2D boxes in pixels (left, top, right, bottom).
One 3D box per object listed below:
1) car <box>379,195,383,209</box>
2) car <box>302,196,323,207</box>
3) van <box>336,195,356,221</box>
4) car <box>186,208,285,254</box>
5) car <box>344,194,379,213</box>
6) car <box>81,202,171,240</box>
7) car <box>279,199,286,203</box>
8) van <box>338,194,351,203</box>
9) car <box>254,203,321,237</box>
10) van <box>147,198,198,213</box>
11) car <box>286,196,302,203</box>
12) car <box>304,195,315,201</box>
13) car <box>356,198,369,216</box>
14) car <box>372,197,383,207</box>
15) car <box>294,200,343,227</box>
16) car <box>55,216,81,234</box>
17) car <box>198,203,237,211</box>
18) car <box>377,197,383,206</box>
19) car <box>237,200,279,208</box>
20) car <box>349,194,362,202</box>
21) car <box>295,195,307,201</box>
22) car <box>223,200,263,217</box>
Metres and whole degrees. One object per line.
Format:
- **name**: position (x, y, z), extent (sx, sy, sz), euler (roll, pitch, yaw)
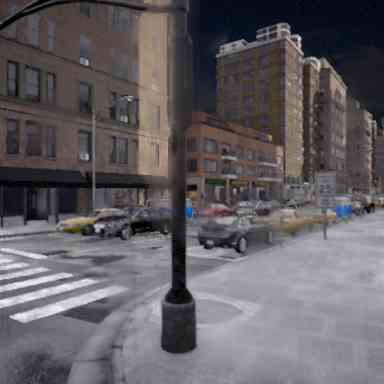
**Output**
- **car**: position (25.394, 1.510, 45.781), extent (1.752, 1.417, 4.829), euler (0, 0, 36)
- **car**: position (18.398, 1.412, 50.656), extent (1.967, 1.590, 4.097), euler (0, 0, 36)
- **van**: position (11.941, 1.346, 27.320), extent (1.690, 1.788, 3.998), euler (0, 0, 36)
- **car**: position (1.924, 1.558, 13.578), extent (2.008, 1.369, 4.403), euler (0, 0, 36)
- **car**: position (18.617, 1.310, 36.481), extent (2.192, 1.841, 5.009), euler (0, 0, 36)
- **car**: position (-2.862, 1.489, 17.126), extent (2.128, 1.511, 4.902), euler (0, 0, 36)
- **car**: position (8.381, 1.553, 36.912), extent (1.947, 1.339, 4.313), euler (0, 0, 36)
- **van**: position (31.756, 1.289, 68.983), extent (1.690, 1.788, 3.998), euler (0, 0, 36)
- **car**: position (5.362, 1.533, 18.295), extent (1.752, 1.417, 4.829), euler (0, 0, 36)
- **van**: position (-1.637, 1.336, 23.166), extent (1.690, 1.788, 3.998), euler (0, 0, 36)
- **car**: position (11.720, 1.548, 41.493), extent (1.947, 1.339, 4.313), euler (0, 0, 36)
- **car**: position (17.210, 1.476, 44.500), extent (2.128, 1.511, 4.902), euler (0, 0, 36)
- **car**: position (15.279, 1.551, 31.901), extent (2.008, 1.369, 4.403), euler (0, 0, 36)
- **car**: position (28.633, 1.524, 50.224), extent (1.887, 1.381, 4.507), euler (0, 0, 36)
- **car**: position (8.701, 1.533, 22.877), extent (1.752, 1.417, 4.829), euler (0, 0, 36)
- **car**: position (-5.077, 1.519, 18.447), extent (1.752, 1.417, 4.829), euler (0, 0, 36)
- **car**: position (1.702, 1.577, 27.749), extent (1.802, 1.307, 4.206), euler (0, 0, 36)
- **car**: position (31.971, 1.540, 54.805), extent (1.947, 1.339, 4.313), euler (0, 0, 36)
- **car**: position (5.161, 1.485, 28.130), extent (2.128, 1.511, 4.902), euler (0, 1, 36)
- **car**: position (38.434, 1.374, 78.146), extent (1.967, 1.590, 4.097), euler (0, 0, 36)
- **car**: position (15.060, 1.292, 46.075), extent (2.192, 1.841, 5.009), euler (0, 0, 36)
- **car**: position (5.042, 1.543, 32.331), extent (2.008, 1.369, 4.403), euler (0, 0, 36)
